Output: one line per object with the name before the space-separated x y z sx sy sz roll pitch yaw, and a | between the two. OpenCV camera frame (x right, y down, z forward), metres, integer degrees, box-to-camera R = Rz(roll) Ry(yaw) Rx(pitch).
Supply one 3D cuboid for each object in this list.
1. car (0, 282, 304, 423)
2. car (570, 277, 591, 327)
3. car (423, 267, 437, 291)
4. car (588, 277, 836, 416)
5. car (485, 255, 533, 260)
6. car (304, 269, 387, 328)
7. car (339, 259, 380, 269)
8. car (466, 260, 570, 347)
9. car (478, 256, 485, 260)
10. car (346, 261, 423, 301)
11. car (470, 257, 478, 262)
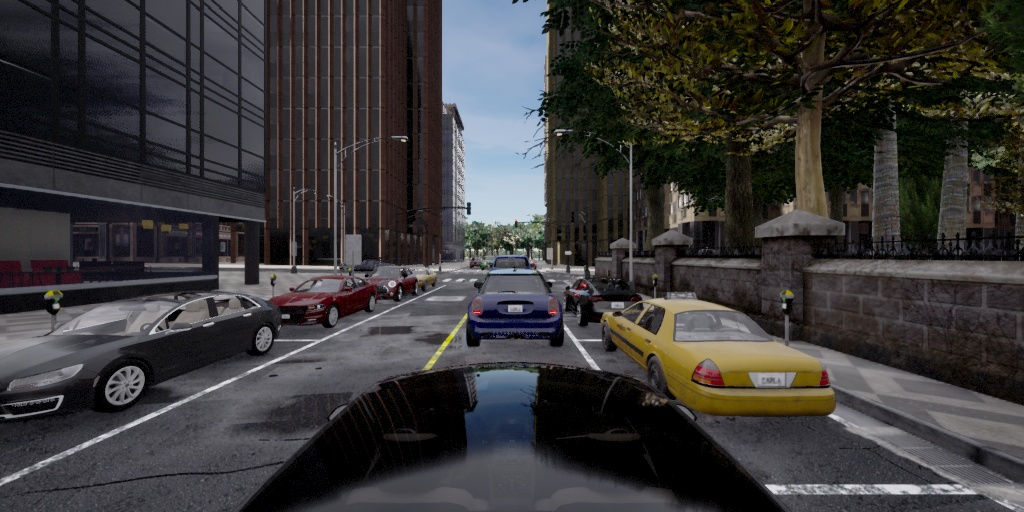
car | -5.769 1.300 5.931 2.007 1.370 4.403 0 0 0
car | 2.747 1.316 11.403 1.948 1.339 4.313 0 0 0
car | -5.794 1.277 22.131 1.751 1.417 4.829 0 0 0
car | 2.755 1.275 6.116 1.751 1.417 4.829 0 0 0
car | -0.021 0.973 18.941 2.150 2.045 5.566 0 0 0
car | -5.778 1.295 11.388 1.888 1.381 4.507 0 0 0
car | -14.846 1.037 36.954 5.357 1.411 2.033 1 0 0
car | 0.041 1.102 9.506 2.097 1.767 4.553 0 0 -1
car | -3.178 0.982 51.183 2.150 2.045 5.566 0 0 0
car | -5.786 1.190 16.845 1.967 1.591 4.097 0 0 0
car | -5.851 1.079 59.709 2.192 1.841 5.009 0 0 0
